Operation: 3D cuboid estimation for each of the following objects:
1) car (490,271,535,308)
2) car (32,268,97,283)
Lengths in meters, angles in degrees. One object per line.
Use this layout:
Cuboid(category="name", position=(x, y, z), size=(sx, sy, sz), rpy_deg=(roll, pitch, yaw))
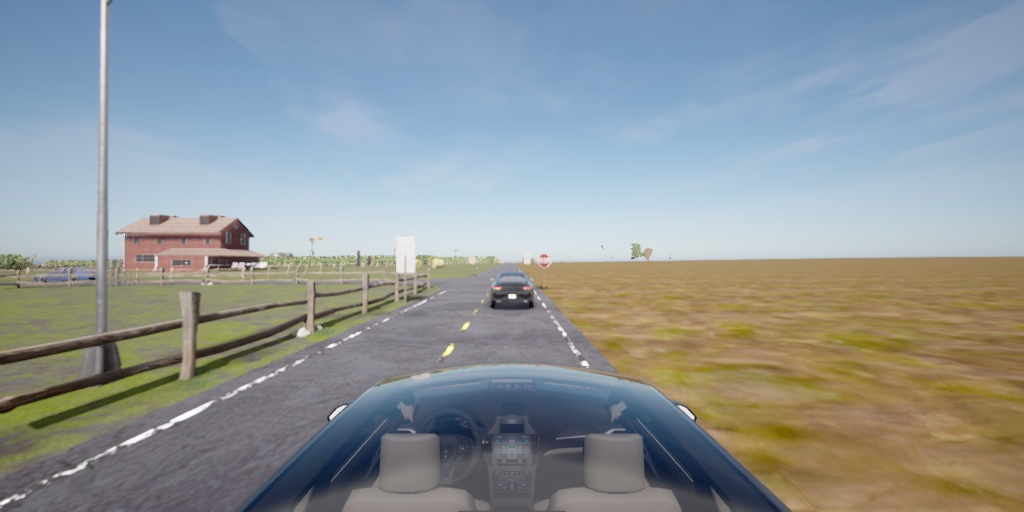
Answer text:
Cuboid(category="car", position=(0.004, 1.410, 16.007), size=(1.812, 1.442, 4.674), rpy_deg=(0, -1, 0))
Cuboid(category="car", position=(-41.978, 1.843, 34.152), size=(5.357, 1.411, 2.033), rpy_deg=(0, -1, 0))
